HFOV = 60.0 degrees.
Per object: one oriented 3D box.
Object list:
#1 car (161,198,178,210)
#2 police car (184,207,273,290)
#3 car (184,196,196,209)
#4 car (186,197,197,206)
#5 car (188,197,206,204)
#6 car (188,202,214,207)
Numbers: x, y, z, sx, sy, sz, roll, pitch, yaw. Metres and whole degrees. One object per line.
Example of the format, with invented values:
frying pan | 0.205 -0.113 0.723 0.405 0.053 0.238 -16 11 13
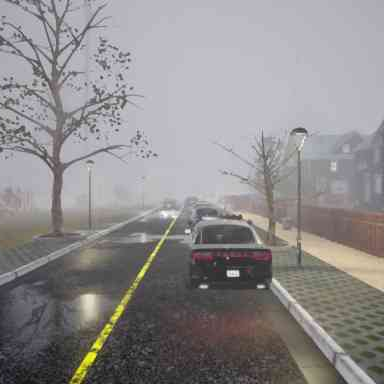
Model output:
car | -2.781 1.504 42.310 2.128 1.511 4.902 0 0 0
police car | 0.819 1.425 9.218 1.930 1.638 5.238 0 0 0
car | -0.015 1.367 45.845 2.097 1.767 4.553 0 0 0
car | -0.042 1.551 56.936 1.812 1.442 4.674 0 0 0
car | 0.807 1.459 25.298 1.801 1.575 5.366 0 0 0
car | 0.811 1.527 19.108 1.812 1.442 4.674 0 0 0
